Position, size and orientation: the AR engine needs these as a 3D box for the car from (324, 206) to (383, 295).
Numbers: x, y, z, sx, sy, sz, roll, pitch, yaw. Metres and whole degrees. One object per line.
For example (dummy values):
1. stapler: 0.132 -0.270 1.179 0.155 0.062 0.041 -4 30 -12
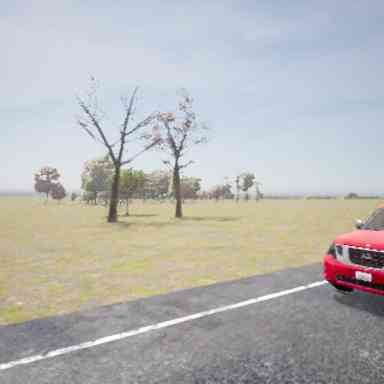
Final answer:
1. car: 5.506 1.266 7.940 5.566 2.045 2.150 0 0 -36
